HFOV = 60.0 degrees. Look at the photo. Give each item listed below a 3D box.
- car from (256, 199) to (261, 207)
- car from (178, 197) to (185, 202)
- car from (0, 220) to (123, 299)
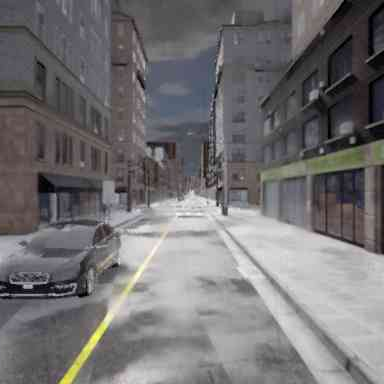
[{"bbox_3d":[12.088,1.338,49.606,5.009,1.841,2.192,-1,1,0],"label":"car"},{"bbox_3d":[-2.989,1.996,93.776,1.994,1.385,4.181,0,0,0],"label":"car"},{"bbox_3d":[-3.099,1.547,8.716,1.837,1.490,4.892,0,0,0],"label":"car"}]
